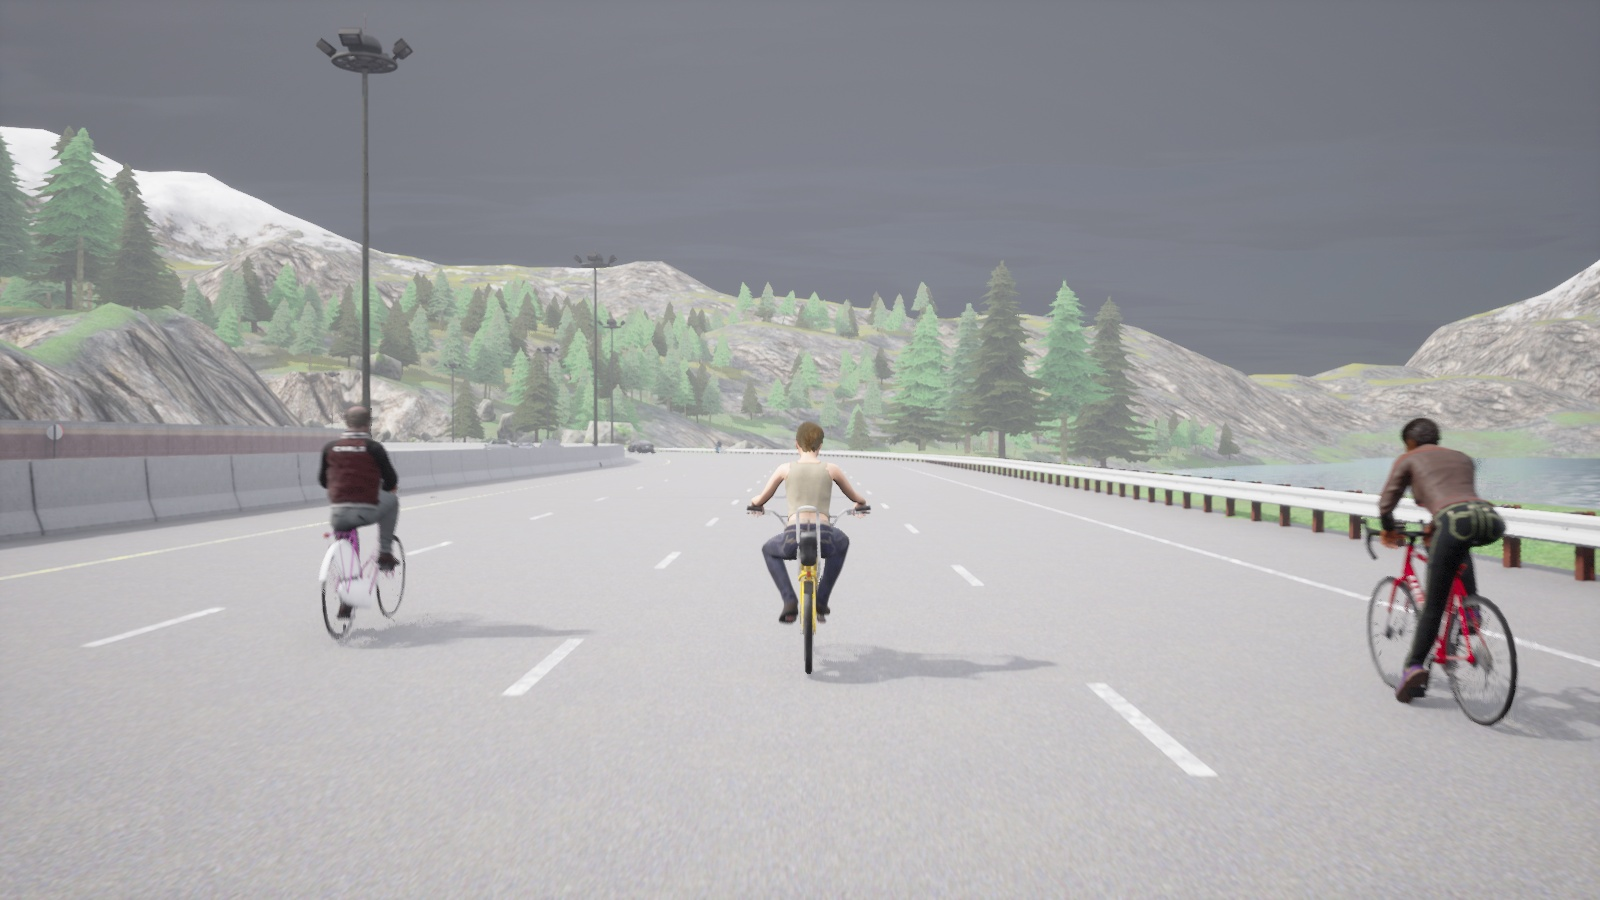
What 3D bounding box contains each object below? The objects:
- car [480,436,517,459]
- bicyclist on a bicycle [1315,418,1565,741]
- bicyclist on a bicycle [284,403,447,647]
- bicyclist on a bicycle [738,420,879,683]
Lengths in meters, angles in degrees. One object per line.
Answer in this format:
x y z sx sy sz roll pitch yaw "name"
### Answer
-21.986 -0.173 91.790 2.152 1.651 5.027 0 0 -8 "car"
3.556 0.649 7.141 0.582 1.620 1.656 0 0 0 "bicyclist on a bicycle"
-3.428 0.539 10.076 0.659 1.776 1.843 0 1 0 "bicyclist on a bicycle"
0.058 0.620 8.455 0.866 1.612 1.509 0 0 1 "bicyclist on a bicycle"
